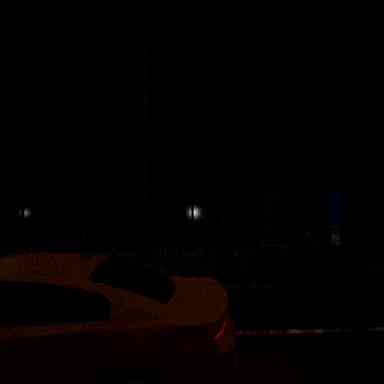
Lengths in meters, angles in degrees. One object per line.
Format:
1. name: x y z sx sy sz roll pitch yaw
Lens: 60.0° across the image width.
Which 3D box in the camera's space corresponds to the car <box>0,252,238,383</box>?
1. car: -2.020 1.477 3.737 5.008 1.535 1.882 0 0 -3
